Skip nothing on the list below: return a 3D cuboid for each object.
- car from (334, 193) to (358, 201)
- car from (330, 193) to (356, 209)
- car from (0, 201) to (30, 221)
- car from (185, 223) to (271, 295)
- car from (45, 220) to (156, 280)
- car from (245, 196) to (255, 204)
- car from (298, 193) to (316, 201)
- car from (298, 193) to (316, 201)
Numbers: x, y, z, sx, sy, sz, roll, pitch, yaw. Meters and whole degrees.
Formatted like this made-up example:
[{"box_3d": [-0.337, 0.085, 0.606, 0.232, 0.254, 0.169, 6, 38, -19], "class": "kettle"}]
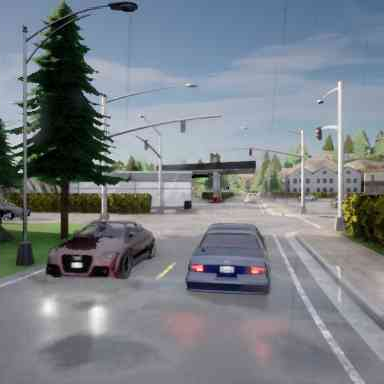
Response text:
[{"box_3d": [34.571, 1.097, 74.673, 4.605, 1.855, 1.932, 0, 0, 10], "class": "car"}, {"box_3d": [20.264, 1.330, 42.385, 5.027, 1.636, 2.152, 0, 0, 10], "class": "car"}, {"box_3d": [-15.736, 1.491, 27.241, 4.902, 1.511, 2.128, 0, 0, 10], "class": "car"}, {"box_3d": [1.094, 1.547, 8.914, 2.033, 1.411, 5.357, 0, 0, 10], "class": "car"}, {"box_3d": [-2.459, 1.564, 9.938, 1.994, 1.385, 4.181, 0, 0, 9], "class": "car"}, {"box_3d": [11.233, 1.525, 64.794, 1.812, 1.442, 4.674, 0, 0, 10], "class": "car"}, {"box_3d": [26.216, 1.360, 76.121, 3.806, 1.475, 1.970, 0, 0, 10], "class": "car"}, {"box_3d": [27.401, 1.076, 79.287, 3.866, 1.878, 1.905, 0, 0, 10], "class": "car"}]
